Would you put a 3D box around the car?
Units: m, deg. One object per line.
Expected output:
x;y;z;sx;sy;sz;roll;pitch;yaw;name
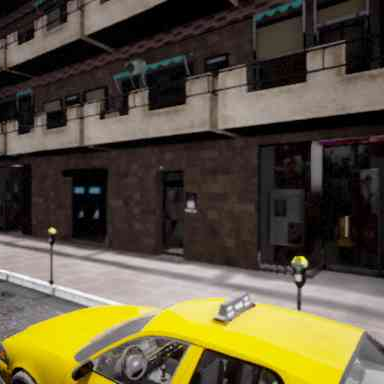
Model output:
0.123;1.523;2.783;4.829;1.417;1.752;0;0;36;car
